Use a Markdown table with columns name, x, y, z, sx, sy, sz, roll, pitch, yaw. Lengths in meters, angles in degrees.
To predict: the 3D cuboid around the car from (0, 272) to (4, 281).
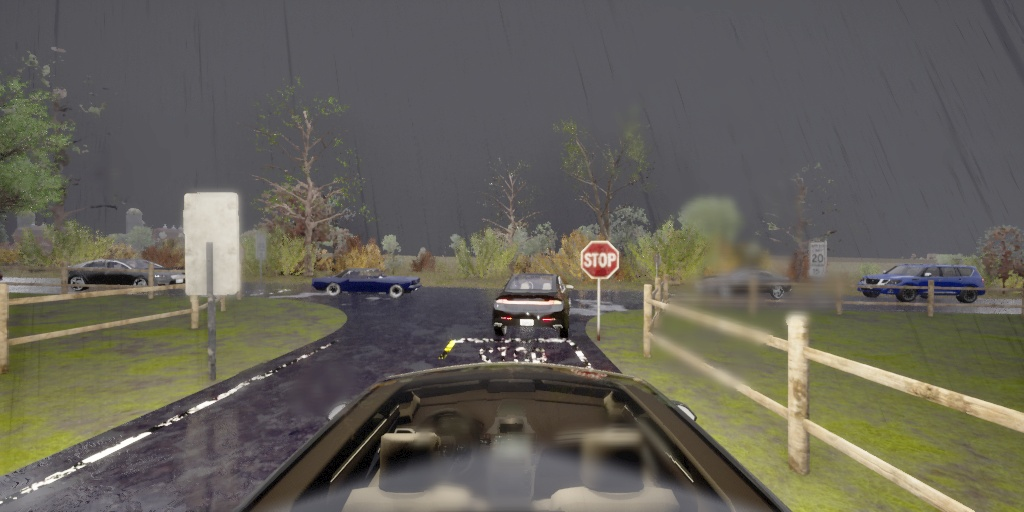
| name | x | y | z | sx | sy | sz | roll | pitch | yaw |
| --- | --- | --- | --- | --- | --- | --- | --- | --- | --- |
| car | -27.784 | 0.717 | 17.309 | 4.674 | 1.442 | 1.812 | 1 | 1 | 0 |

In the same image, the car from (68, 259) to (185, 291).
| name | x | y | z | sx | sy | sz | roll | pitch | yaw |
| --- | --- | --- | --- | --- | --- | --- | --- | --- | --- |
| car | -18.481 | 0.885 | 17.296 | 4.902 | 1.511 | 2.128 | 1 | 1 | 0 |

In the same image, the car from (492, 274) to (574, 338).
| name | x | y | z | sx | sy | sz | roll | pitch | yaw |
| --- | --- | --- | --- | --- | --- | --- | --- | --- | --- |
| car | 0.711 | 1.240 | 10.235 | 2.128 | 1.511 | 4.902 | 0 | 0 | 9 |

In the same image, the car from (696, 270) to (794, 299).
| name | x | y | z | sx | sy | sz | roll | pitch | yaw |
| --- | --- | --- | --- | --- | --- | --- | --- | --- | --- |
| car | 13.015 | 1.525 | 20.186 | 4.902 | 1.511 | 2.128 | 1 | 1 | 0 |

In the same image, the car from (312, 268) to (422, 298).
| name | x | y | z | sx | sy | sz | roll | pitch | yaw |
| --- | --- | --- | --- | --- | --- | --- | --- | --- | --- |
| car | -6.813 | 1.248 | 17.272 | 4.718 | 1.301 | 1.895 | 1 | 1 | 0 |

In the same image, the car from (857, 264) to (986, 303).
| name | x | y | z | sx | sy | sz | roll | pitch | yaw |
| --- | --- | --- | --- | --- | --- | --- | --- | --- | --- |
| car | 22.911 | 1.467 | 20.169 | 5.566 | 2.045 | 2.150 | 1 | 1 | 0 |
